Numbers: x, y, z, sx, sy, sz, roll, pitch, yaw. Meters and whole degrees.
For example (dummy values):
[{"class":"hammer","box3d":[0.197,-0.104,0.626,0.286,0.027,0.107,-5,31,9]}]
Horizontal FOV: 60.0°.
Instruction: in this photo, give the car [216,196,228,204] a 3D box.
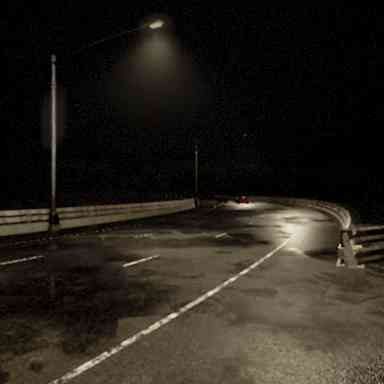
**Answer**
[{"class":"car","box3d":[5.932,1.555,65.774,2.128,1.511,4.902,0,0,-2]}]

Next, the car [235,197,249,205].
[{"class":"car","box3d":[9.465,1.632,62.943,1.994,1.385,4.181,0,0,-2]}]
